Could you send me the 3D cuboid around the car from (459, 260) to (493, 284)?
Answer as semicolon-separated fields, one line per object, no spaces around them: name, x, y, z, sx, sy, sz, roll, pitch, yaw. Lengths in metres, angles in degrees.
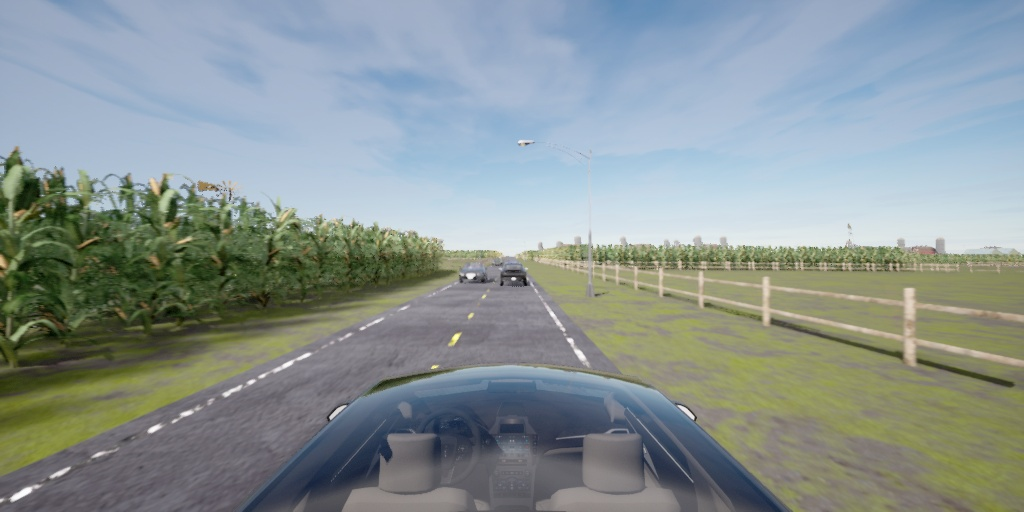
car;-2.835;1.239;27.095;2.128;1.511;4.902;0;0;0

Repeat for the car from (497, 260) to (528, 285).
car;0.111;1.252;26.049;1.837;1.490;4.892;0;0;0
